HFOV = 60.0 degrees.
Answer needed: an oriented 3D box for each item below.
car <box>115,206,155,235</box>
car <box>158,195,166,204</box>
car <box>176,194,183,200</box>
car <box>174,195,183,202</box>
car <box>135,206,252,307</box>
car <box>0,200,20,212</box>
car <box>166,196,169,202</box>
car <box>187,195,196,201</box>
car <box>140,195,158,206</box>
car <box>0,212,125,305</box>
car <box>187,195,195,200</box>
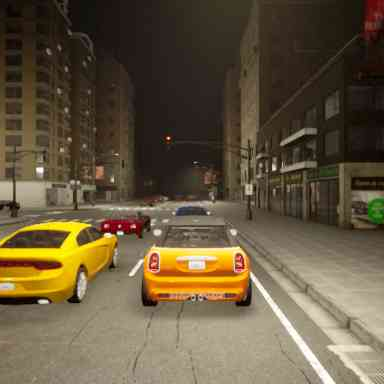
[{"bbox_3d":[-3.284,1.603,17.430,1.895,1.301,4.718,0,0,0],"label":"car"},{"bbox_3d":[-6.674,1.381,63.952,2.097,1.767,4.553,0,0,0],"label":"car"},{"bbox_3d":[-3.432,1.421,90.794,1.882,1.535,5.008,0,0,0],"label":"car"},{"bbox_3d":[-3.410,1.543,80.372,1.837,1.490,4.892,0,0,0],"label":"car"},{"bbox_3d":[0.084,1.353,8.164,2.097,1.767,4.553,0,0,0],"label":"car"},{"bbox_3d":[-22.226,1.596,38.513,4.313,1.339,1.947,0,0,0],"label":"car"},{"bbox_3d":[-6.658,1.636,79.282,1.895,1.301,4.718,0,0,0],"label":"car"},{"bbox_3d":[-0.161,1.399,80.765,2.097,1.767,4.553,0,0,0],"label":"car"},{"bbox_3d":[-6.693,1.545,50.313,1.812,1.442,4.674,0,0,0],"label":"car"},{"bbox_3d":[-3.165,1.478,8.174,1.882,1.535,5.008,0,0,0],"label":"car"},{"bbox_3d":[-0.182,1.483,90.800,2.033,1.411,5.357,0,0,0],"label":"car"}]
